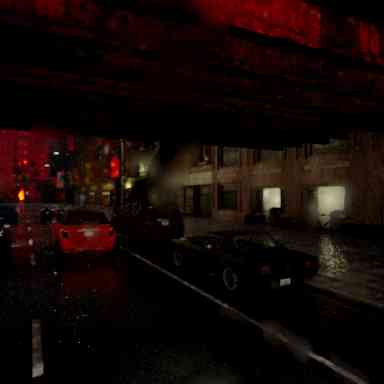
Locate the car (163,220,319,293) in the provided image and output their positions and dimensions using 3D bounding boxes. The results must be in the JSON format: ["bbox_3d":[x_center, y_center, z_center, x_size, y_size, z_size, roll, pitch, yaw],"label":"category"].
[{"bbox_3d":[1.048,1.699,9.277,1.895,1.301,4.718,0,-1,-27],"label":"car"}]

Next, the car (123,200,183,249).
[{"bbox_3d":[-2.299,1.401,15.876,2.435,2.045,5.566,0,-1,-27],"label":"car"}]

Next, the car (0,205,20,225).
[{"bbox_3d":[-14.740,1.749,26.147,1.882,1.535,5.008,0,0,-26],"label":"car"}]

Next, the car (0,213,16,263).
[{"bbox_3d":[-7.667,1.689,11.988,1.994,1.385,4.181,0,-1,-26],"label":"car"}]

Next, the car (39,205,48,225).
[{"bbox_3d":[-11.285,1.778,27.050,2.128,1.511,4.902,0,-1,-26],"label":"car"}]

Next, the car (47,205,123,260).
[{"bbox_3d":[-4.527,1.496,13.537,2.097,1.767,4.553,0,-1,-26],"label":"car"}]
